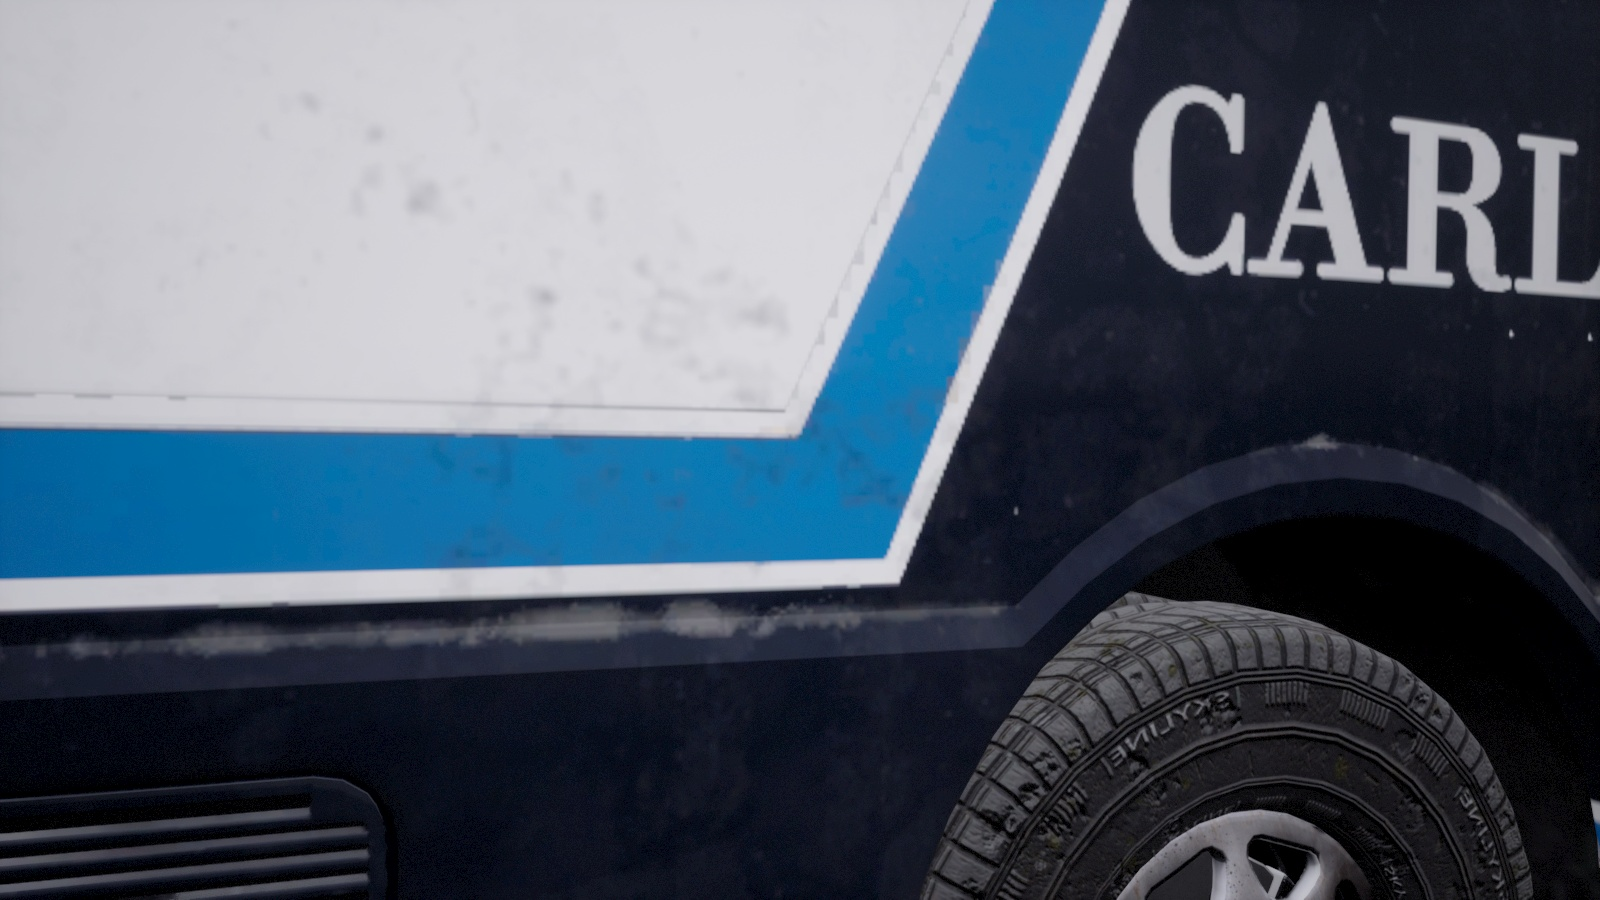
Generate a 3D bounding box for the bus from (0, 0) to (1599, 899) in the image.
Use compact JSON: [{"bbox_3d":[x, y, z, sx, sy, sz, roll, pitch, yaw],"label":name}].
[{"bbox_3d":[-2.257,-0.593,2.366,10.273,4.253,3.944,-1,1,-21],"label":"bus"}]
